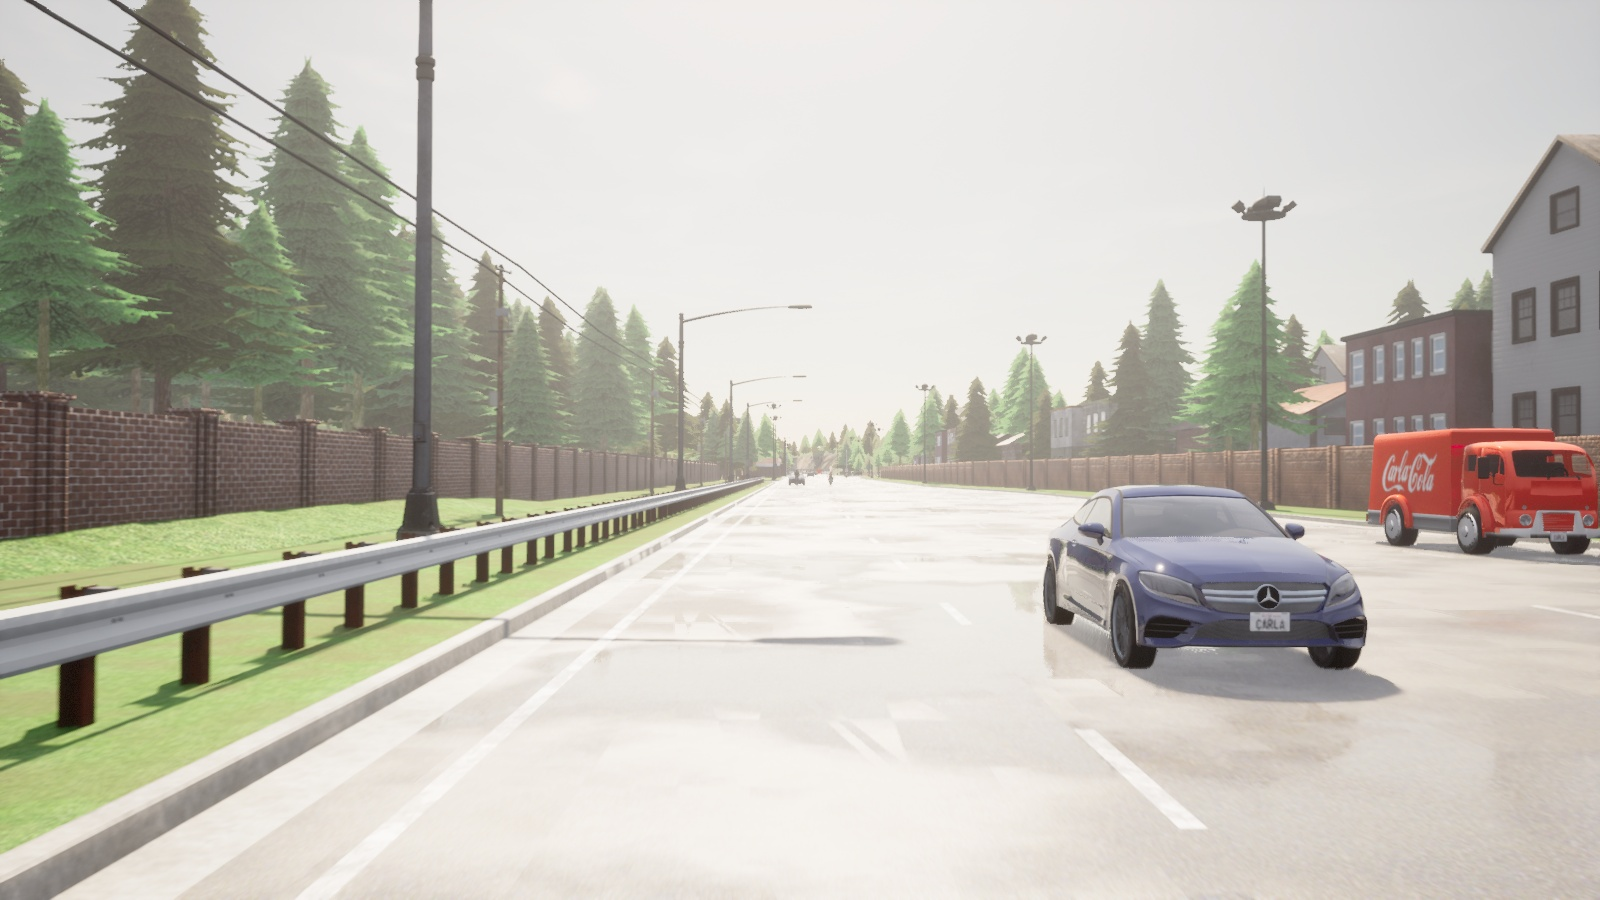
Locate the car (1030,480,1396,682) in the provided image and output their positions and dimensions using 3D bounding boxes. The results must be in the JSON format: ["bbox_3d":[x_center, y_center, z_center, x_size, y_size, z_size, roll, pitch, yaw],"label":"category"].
[{"bbox_3d":[3.473,1.021,11.595,1.812,1.442,4.674,0,-1,0],"label":"car"}]

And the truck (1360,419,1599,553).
[{"bbox_3d":[13.937,0.702,25.671,2.627,2.467,5.204,0,-1,0],"label":"truck"}]
